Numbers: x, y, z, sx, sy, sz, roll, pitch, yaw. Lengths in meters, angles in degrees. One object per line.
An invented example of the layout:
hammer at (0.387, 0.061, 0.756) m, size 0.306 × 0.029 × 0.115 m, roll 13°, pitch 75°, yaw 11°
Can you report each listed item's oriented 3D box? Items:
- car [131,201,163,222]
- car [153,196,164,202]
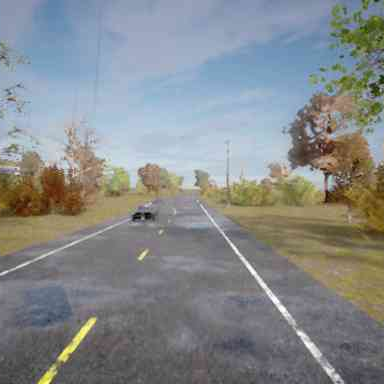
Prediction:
car at (-3.679, 1.671, 27.090) m, size 1.895 × 1.301 × 4.718 m, roll 0°, pitch 0°, yaw 0°
car at (-6.976, 1.609, 69.199) m, size 1.837 × 1.490 × 4.892 m, roll 0°, pitch 0°, yaw -6°
